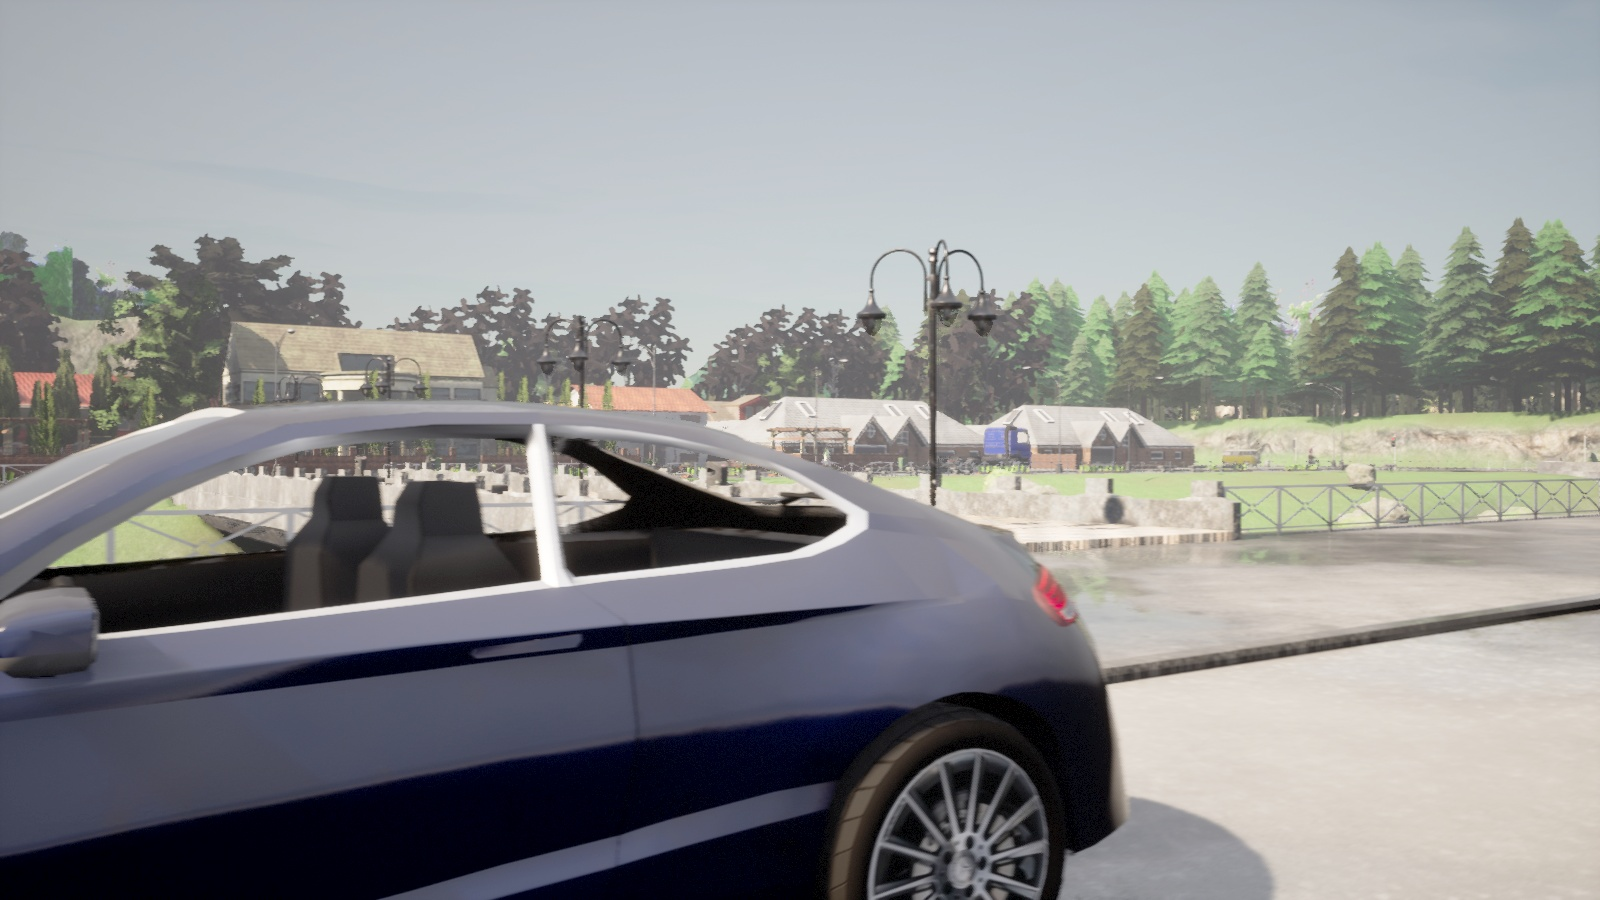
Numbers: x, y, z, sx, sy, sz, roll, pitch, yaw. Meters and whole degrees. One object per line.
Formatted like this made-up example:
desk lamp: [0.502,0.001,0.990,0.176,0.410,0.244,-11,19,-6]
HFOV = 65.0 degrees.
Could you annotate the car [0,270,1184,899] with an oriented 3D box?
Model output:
car: [-1.530,0.535,3.203,5.027,1.651,2.152,0,0,-35]

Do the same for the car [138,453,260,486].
car: [-28.494,0.907,59.588,4.902,1.511,2.128,0,0,-35]

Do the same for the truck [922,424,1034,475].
truck: [12.549,-0.047,88.146,7.936,3.462,2.891,0,0,-35]
